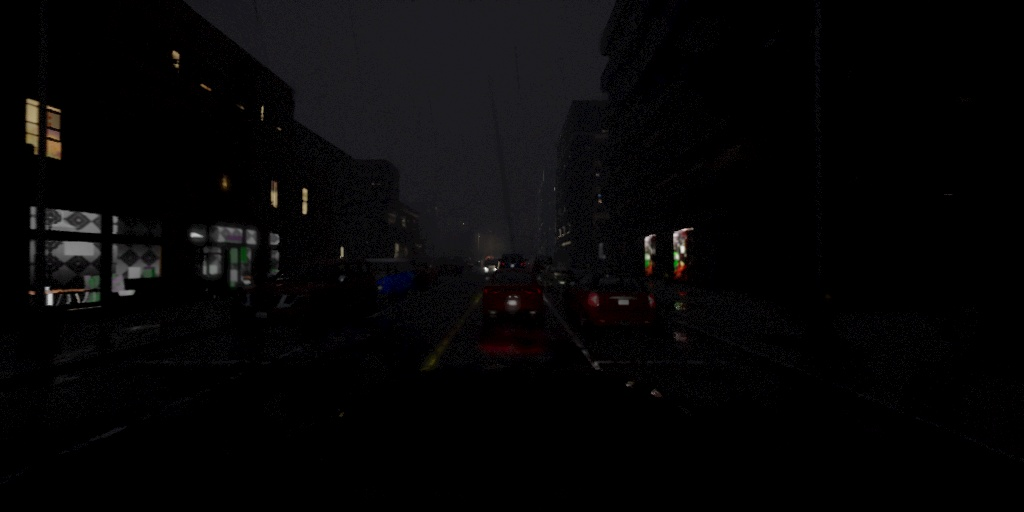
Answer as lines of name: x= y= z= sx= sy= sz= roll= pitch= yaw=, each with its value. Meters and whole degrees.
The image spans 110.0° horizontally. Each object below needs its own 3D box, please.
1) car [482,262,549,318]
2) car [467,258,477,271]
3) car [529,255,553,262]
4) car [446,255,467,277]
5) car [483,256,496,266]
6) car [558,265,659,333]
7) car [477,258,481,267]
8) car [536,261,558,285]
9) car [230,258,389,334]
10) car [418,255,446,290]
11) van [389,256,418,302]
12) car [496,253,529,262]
car: x=0.049 y=1.160 z=12.655 sx=1.882 sy=1.535 sz=5.008 roll=0 pitch=1 yaw=0
car: x=-5.684 y=0.931 z=43.093 sx=1.967 sy=1.591 sz=4.097 roll=0 pitch=0 yaw=0
car: x=2.696 y=0.874 z=32.270 sx=2.192 sy=1.841 sz=5.009 roll=0 pitch=0 yaw=0
car: x=-5.685 y=0.874 z=32.278 sx=2.192 sy=1.841 sz=5.009 roll=0 pitch=0 yaw=0
car: x=-3.068 y=0.996 z=52.536 sx=1.994 sy=1.385 sz=4.181 roll=0 pitch=0 yaw=0
car: x=2.693 y=1.134 z=10.642 sx=1.967 sy=1.591 sz=4.097 roll=0 pitch=0 yaw=0
car: x=-5.683 y=0.974 z=53.906 sx=2.007 sy=1.370 sz=4.403 roll=0 pitch=0 yaw=0
car: x=2.695 y=1.178 z=21.456 sx=2.007 sy=1.370 sz=4.403 roll=0 pitch=0 yaw=0
car: x=-5.688 y=1.010 z=10.650 sx=2.192 sy=1.841 sz=5.009 roll=0 pitch=0 yaw=0
car: x=-5.686 y=0.942 z=21.464 sx=2.192 sy=1.841 sz=5.009 roll=0 pitch=0 yaw=0
van: x=-5.687 y=1.002 z=16.057 sx=1.690 sy=1.789 sz=3.998 roll=0 pitch=0 yaw=0
car: x=0.066 y=0.800 z=29.653 sx=2.150 sy=2.045 sz=5.566 roll=0 pitch=1 yaw=1
